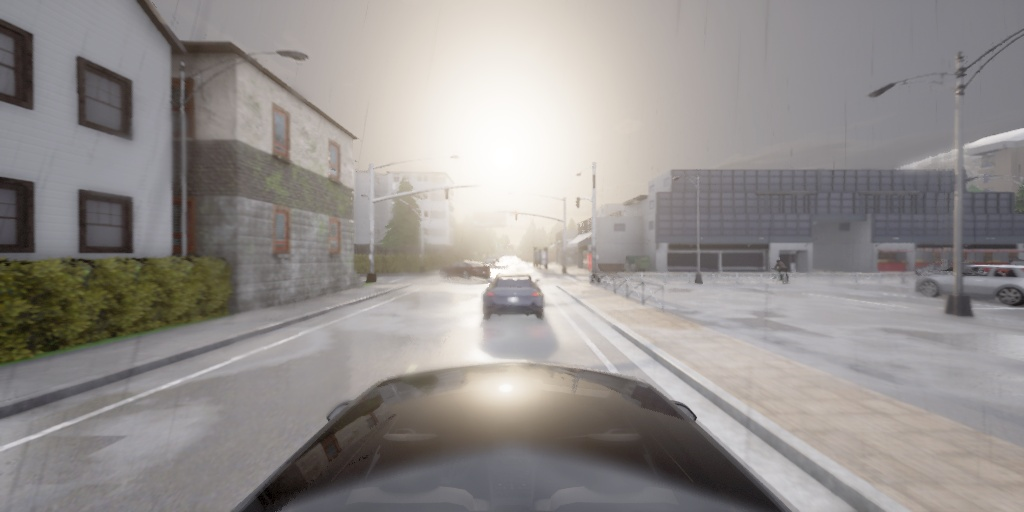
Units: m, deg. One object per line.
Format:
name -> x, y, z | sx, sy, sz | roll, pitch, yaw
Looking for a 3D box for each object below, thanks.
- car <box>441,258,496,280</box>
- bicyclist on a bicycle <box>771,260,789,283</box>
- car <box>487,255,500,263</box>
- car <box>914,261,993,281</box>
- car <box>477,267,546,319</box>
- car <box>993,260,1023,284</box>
car -> -3.885, 1.134, 29.369 | 1.882, 1.535, 5.008 | 2, -2, -44
bicyclist on a bicycle -> 18.712, 1.082, 25.044 | 0.582, 1.620, 1.656 | 0, 0, 0
car -> -3.551, 0.884, 58.599 | 2.128, 1.511, 4.902 | 0, 0, 0
car -> 39.581, 1.227, 32.552 | 4.902, 1.511, 2.128 | 0, 0, 0
car -> 0.062, 1.245, 12.446 | 1.994, 1.385, 4.181 | 0, 0, 0
car -> 42.708, 1.109, 28.945 | 4.553, 1.767, 2.097 | 0, 0, 0
